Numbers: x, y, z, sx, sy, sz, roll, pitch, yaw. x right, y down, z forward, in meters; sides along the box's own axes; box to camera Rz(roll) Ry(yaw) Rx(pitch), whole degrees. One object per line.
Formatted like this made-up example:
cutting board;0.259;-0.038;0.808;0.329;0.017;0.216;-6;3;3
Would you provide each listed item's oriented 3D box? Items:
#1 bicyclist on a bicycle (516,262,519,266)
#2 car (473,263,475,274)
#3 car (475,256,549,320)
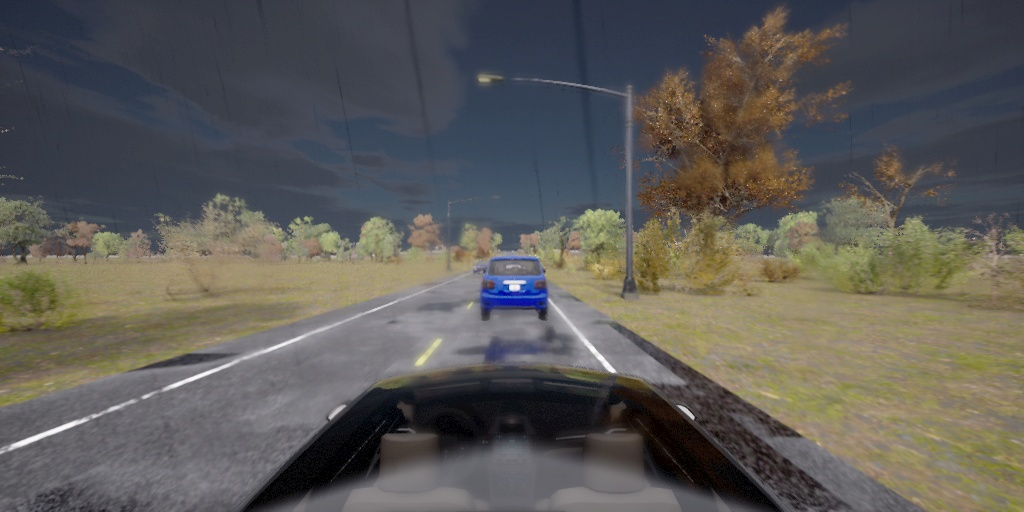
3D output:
bicyclist on a bicycle;0.976;1.394;62.266;0.659;1.776;1.843;0;0;0
car;-3.578;1.300;44.007;2.097;1.767;4.553;0;0;0
car;0.089;1.026;13.112;2.150;2.045;5.566;0;0;0
